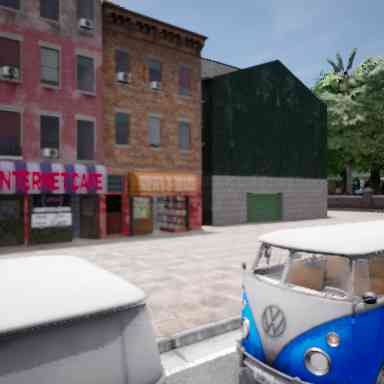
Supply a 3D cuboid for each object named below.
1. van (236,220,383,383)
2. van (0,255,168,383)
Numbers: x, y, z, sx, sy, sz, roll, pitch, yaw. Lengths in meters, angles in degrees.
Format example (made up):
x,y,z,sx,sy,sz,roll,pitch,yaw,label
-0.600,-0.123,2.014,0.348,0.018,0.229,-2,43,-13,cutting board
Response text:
x,y,z,sx,sy,sz,roll,pitch,yaw,label
2.426,1.336,4.543,3.998,1.788,1.690,0,0,-36,van
-2.022,1.342,1.368,3.998,1.788,1.690,0,0,-36,van
